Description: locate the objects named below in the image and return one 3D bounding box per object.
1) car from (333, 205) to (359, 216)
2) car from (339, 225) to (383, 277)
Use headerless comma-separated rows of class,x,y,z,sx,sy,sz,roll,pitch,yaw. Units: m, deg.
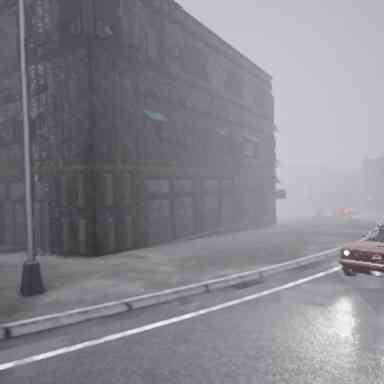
car,22.796,2.708,49.342,2.097,1.767,4.553,-2,-3,1
car,5.930,1.630,9.445,1.895,1.301,4.718,0,-1,45
